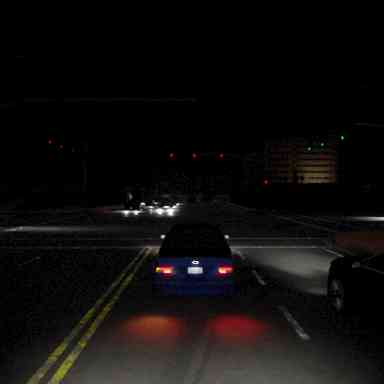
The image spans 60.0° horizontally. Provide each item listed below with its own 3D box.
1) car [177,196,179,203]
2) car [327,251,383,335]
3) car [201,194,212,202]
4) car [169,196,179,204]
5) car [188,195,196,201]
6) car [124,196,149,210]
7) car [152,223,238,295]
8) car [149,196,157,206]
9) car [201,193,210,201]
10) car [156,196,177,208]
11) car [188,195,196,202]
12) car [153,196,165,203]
[{"bbox_3d":[-3.639,1.491,56.893,2.128,1.511,4.902,0,0,0],"label":"car"},{"bbox_3d":[3.558,1.491,4.640,2.128,1.511,4.902,0,0,0],"label":"car"},{"bbox_3d":[3.428,1.344,74.675,2.097,1.767,4.553,0,0,0],"label":"car"},{"bbox_3d":[-3.586,1.505,66.939,1.837,1.490,4.892,0,0,0],"label":"car"},{"bbox_3d":[-0.082,1.425,84.656,1.994,1.385,4.181,0,0,0],"label":"car"},{"bbox_3d":[-7.182,1.547,42.326,2.033,1.411,5.357,0,0,2],"label":"car"},{"bbox_3d":[0.074,1.547,8.882,2.033,1.411,5.357,0,0,0],"label":"car"},{"bbox_3d":[-7.142,1.505,54.128,1.837,1.490,4.892,0,0,0],"label":"car"},{"bbox_3d":[3.418,1.228,84.631,2.097,1.767,4.553,0,0,0],"label":"car"},{"bbox_3d":[-3.645,1.601,47.576,1.895,1.301,4.718,0,0,0],"label":"car"},{"bbox_3d":[-0.072,1.531,74.382,2.033,1.411,5.357,0,0,0],"label":"car"},{"bbox_3d":[-7.069,1.540,71.578,2.033,1.411,5.357,0,0,0],"label":"car"}]
